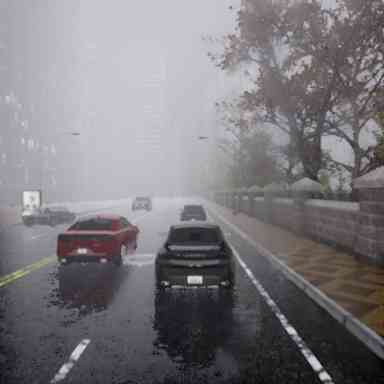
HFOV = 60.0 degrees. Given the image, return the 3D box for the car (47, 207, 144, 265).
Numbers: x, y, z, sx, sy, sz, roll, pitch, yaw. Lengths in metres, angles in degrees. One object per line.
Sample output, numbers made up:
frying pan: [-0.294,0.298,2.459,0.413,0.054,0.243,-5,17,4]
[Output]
car: [-3.143,1.545,12.014,1.882,1.535,5.008,0,0,0]

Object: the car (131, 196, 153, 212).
car: [-6.478,1.585,43.753,2.150,2.045,5.566,0,0,0]

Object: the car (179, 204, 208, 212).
car: [0.092,1.651,24.964,1.837,1.490,4.892,0,0,0]

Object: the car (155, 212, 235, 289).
car: [0.080,1.559,9.293,1.837,1.490,4.892,0,0,0]

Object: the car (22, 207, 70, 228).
car: [-9.836,1.734,23.232,1.895,1.301,4.718,0,0,0]
